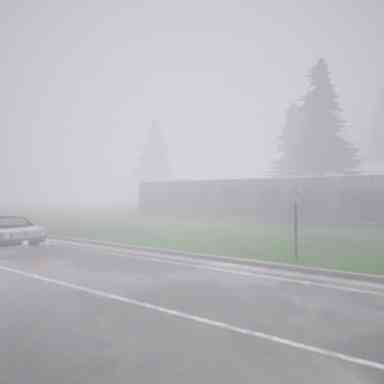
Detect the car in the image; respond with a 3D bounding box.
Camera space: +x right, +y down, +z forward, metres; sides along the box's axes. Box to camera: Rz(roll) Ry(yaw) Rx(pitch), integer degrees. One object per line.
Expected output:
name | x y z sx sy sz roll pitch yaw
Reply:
car | -8.268 1.677 14.187 4.718 1.301 1.895 0 0 36
